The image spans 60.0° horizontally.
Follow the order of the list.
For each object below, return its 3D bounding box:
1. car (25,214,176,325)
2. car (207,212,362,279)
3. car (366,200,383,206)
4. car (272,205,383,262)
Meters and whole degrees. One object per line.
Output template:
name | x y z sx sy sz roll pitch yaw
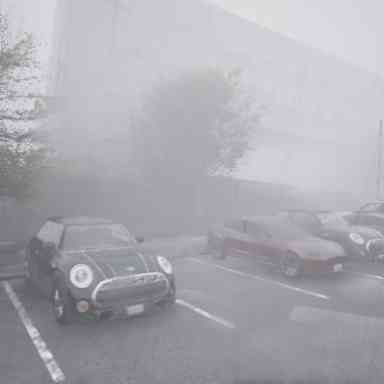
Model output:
car | -2.242 1.375 7.406 2.185 1.767 4.553 1 0 -35
car | 2.442 1.580 10.671 2.163 1.488 4.792 1 0 -35
car | 9.234 1.372 15.586 2.435 2.045 5.566 1 0 -35
car | 4.683 1.449 12.345 2.185 1.767 4.553 1 0 -35
